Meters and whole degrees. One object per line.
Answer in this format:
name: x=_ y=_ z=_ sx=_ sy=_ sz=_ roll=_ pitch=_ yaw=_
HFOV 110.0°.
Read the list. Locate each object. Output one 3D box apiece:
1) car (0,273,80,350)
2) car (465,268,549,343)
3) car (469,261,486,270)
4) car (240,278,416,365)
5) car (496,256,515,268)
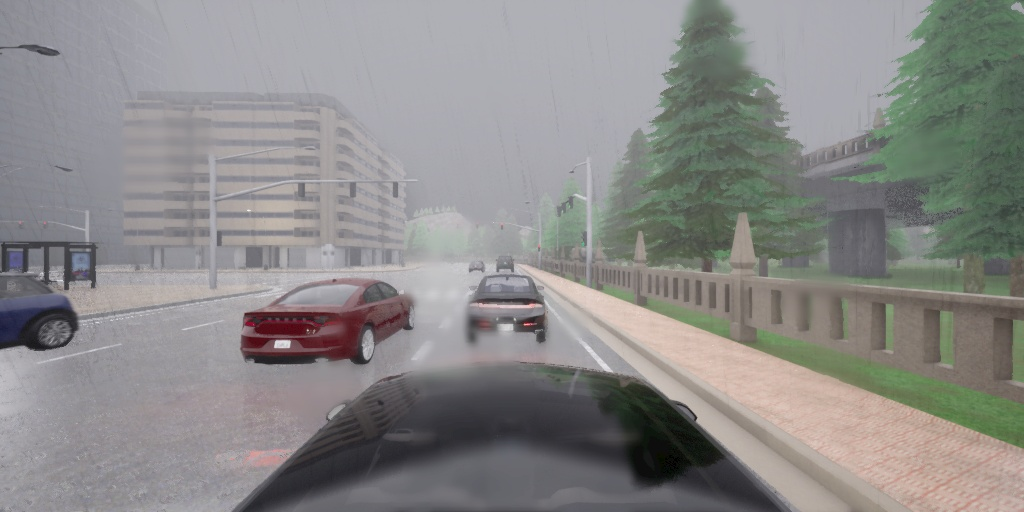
car: x=-10.682 y=1.102 z=5.977 sx=2.097 sy=1.767 sz=4.553 roll=0 pitch=0 yaw=-1
car: x=-0.127 y=1.242 z=9.643 sx=2.128 sy=1.511 sz=4.902 roll=0 pitch=0 yaw=-1
car: x=-4.367 y=1.298 z=45.004 sx=2.033 sy=1.411 sz=5.357 roll=0 pitch=0 yaw=-1
car: x=-3.595 y=1.228 z=8.081 sx=1.882 sy=1.535 sz=5.008 roll=0 pitch=0 yaw=0
car: x=-0.864 y=0.972 z=45.320 sx=2.150 sy=2.045 sz=5.566 roll=0 pitch=0 yaw=-1
